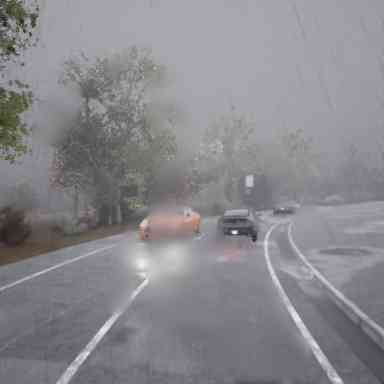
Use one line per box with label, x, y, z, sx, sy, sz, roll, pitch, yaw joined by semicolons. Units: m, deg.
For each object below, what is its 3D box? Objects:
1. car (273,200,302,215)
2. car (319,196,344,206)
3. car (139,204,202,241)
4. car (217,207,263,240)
car;9.585;1.522;33.167;1.994;1.385;4.181;-3;-1;31
car;21.676;1.383;51.630;4.892;1.490;1.837;-2;-3;-38
car;-0.986;1.434;17.116;2.097;1.767;4.553;-1;-1;16
car;2.457;1.515;16.943;1.837;1.490;4.892;-2;0;14
